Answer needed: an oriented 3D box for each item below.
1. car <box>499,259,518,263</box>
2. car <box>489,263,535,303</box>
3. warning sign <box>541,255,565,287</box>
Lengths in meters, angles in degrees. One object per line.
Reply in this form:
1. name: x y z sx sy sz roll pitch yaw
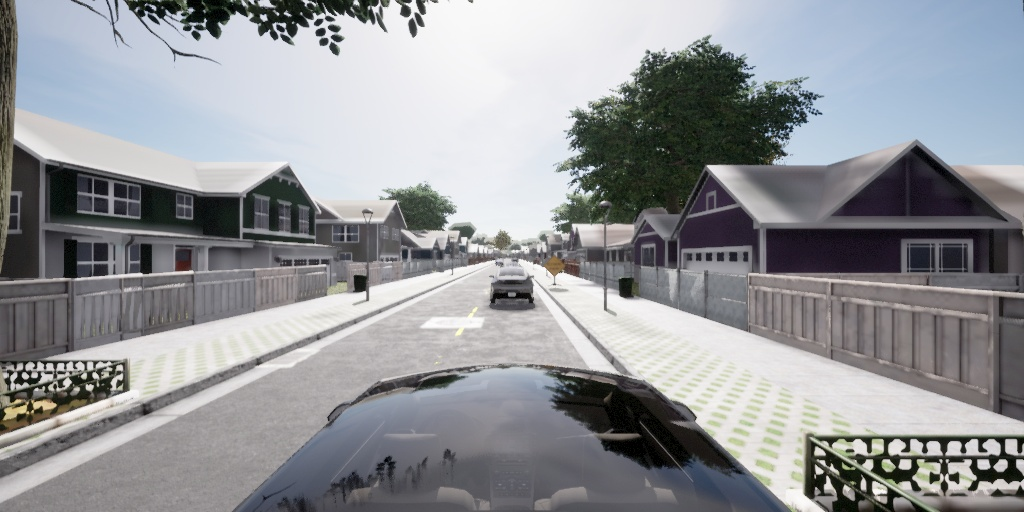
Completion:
1. car: 0.000 1.276 31.500 1.837 1.490 4.892 0 0 0
2. car: 0.000 1.269 16.500 1.837 1.490 4.892 0 0 0
3. warning sign: 2.517 0.869 21.243 1.300 1.860 1.060 0 0 0
